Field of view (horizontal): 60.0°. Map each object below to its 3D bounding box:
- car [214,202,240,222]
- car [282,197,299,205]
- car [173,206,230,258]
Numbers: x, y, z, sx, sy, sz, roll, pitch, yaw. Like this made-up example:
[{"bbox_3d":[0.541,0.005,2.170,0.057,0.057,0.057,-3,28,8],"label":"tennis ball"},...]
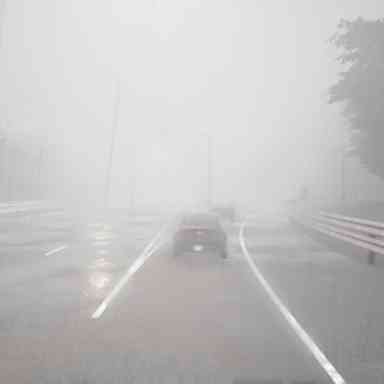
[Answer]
[{"bbox_3d":[2.671,1.514,26.612,1.882,1.535,5.008,0,0,14],"label":"car"},{"bbox_3d":[16.670,1.548,56.336,1.812,1.442,4.674,0,0,36],"label":"car"},{"bbox_3d":[0.394,1.515,12.846,1.837,1.490,4.892,0,0,5],"label":"car"}]
